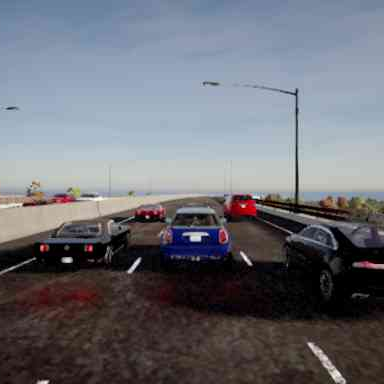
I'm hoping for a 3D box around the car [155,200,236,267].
[{"bbox_3d":[0.124,1.313,11.472,2.097,1.767,4.553,0,0,1],"label":"car"}]

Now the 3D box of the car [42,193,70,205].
[{"bbox_3d":[-17.038,1.120,43.881,2.150,2.045,5.566,0,0,2],"label":"car"}]

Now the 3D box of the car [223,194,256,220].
[{"bbox_3d":[3.801,1.146,27.138,2.150,2.045,5.566,0,0,1],"label":"car"}]

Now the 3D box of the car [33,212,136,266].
[{"bbox_3d":[-3.377,1.560,11.304,1.895,1.301,4.718,0,0,1],"label":"car"}]

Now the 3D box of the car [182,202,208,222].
[{"bbox_3d":[0.286,1.527,26.498,1.895,1.301,4.718,0,0,1],"label":"car"}]

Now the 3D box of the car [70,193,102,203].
[{"bbox_3d":[-13.541,1.121,43.768,2.150,2.045,5.566,0,0,2],"label":"car"}]

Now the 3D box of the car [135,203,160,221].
[{"bbox_3d":[-3.214,1.527,26.480,1.895,1.301,4.718,0,0,1],"label":"car"}]

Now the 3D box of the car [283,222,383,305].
[{"bbox_3d":[3.587,1.463,7.982,2.128,1.511,4.902,0,0,1],"label":"car"}]

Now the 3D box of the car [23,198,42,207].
[{"bbox_3d":[-20.527,1.499,44.261,1.895,1.301,4.718,0,0,2],"label":"car"}]
